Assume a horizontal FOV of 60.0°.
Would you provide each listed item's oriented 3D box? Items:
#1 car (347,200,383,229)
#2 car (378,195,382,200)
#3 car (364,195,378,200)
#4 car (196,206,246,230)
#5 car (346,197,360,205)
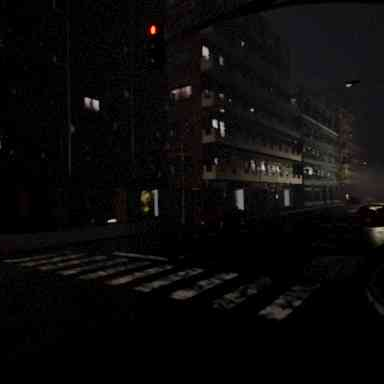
[{"bbox_3d":[10.905,1.405,19.864,1.887,1.381,4.507,-2,-1,36],"label":"car"},{"bbox_3d":[44.415,1.363,79.848,1.947,1.339,4.313,-2,-1,36],"label":"car"},{"bbox_3d":[37.690,1.426,70.687,1.802,1.307,4.206,-2,-1,36],"label":"car"},{"bbox_3d":[1.983,1.661,22.257,1.887,1.381,4.507,-2,-1,36],"label":"car"},{"bbox_3d":[27.602,1.484,56.944,1.947,1.339,4.313,-2,-1,36],"label":"car"}]
